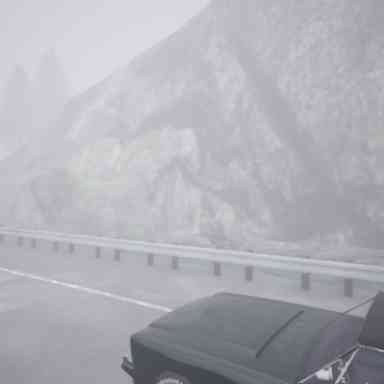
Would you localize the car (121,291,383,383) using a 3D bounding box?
[{"bbox_3d":[1.634,1.593,2.739,4.718,1.301,1.895,0,0,35],"label":"car"}]
